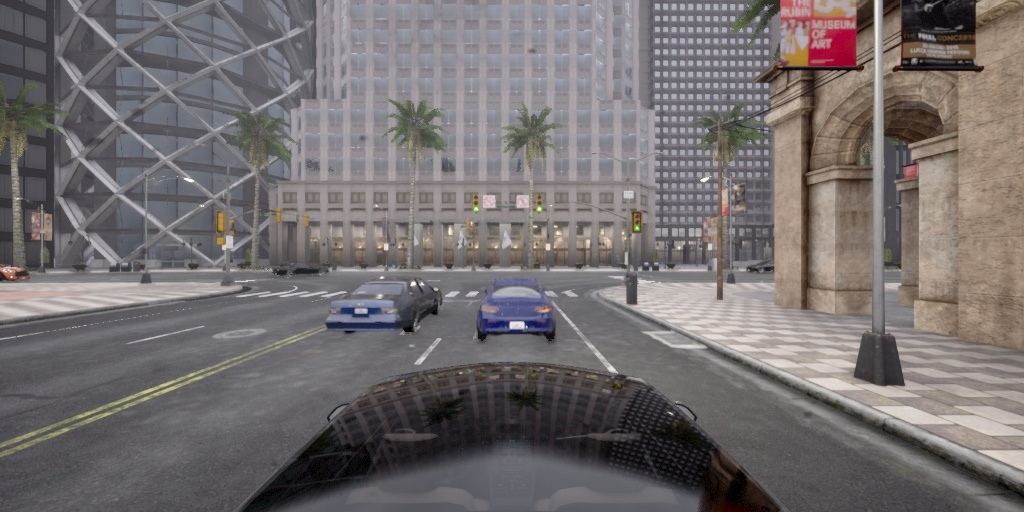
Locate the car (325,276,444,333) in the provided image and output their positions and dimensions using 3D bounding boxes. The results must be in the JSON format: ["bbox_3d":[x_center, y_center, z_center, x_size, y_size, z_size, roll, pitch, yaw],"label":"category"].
[{"bbox_3d":[-3.422,1.298,10.676,2.033,1.411,5.357,0,0,0],"label":"car"}]

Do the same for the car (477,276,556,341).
[{"bbox_3d":[0.094,1.276,9.788,1.812,1.442,4.674,0,0,0],"label":"car"}]

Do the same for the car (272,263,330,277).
[{"bbox_3d":[-20.712,1.351,35.415,1.895,1.301,4.718,0,0,38],"label":"car"}]

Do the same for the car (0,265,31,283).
[{"bbox_3d":[-39.578,1.102,26.658,4.553,1.767,2.097,0,0,-25],"label":"car"}]
